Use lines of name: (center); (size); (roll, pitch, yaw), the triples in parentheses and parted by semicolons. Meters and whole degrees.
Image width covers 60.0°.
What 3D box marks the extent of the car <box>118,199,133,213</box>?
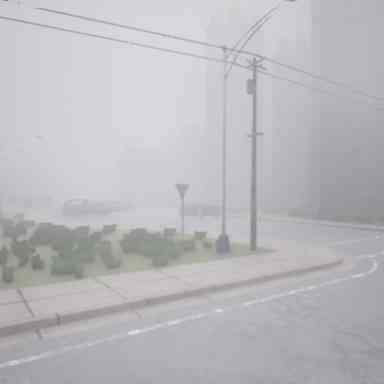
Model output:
car: (-9.170, 1.596, 37.964); (2.033, 1.411, 5.357); (1, 0, -36)

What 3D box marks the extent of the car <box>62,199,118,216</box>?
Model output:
car: (-10.007, 1.503, 32.057); (4.611, 1.667, 2.242); (1, 0, -35)

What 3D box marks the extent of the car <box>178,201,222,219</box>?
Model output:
car: (0.622, 1.579, 30.623); (1.882, 1.535, 5.008); (1, -1, -35)

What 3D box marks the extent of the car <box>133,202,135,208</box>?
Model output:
car: (-9.480, 1.615, 44.728); (2.033, 1.411, 5.357); (1, 0, -36)

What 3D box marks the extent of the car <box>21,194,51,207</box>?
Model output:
car: (-23.994, 1.291, 51.812); (3.866, 1.878, 1.905); (1, 0, -35)

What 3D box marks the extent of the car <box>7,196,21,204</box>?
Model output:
car: (-32.251, 1.453, 62.486); (4.193, 1.474, 1.816); (1, 0, -35)
